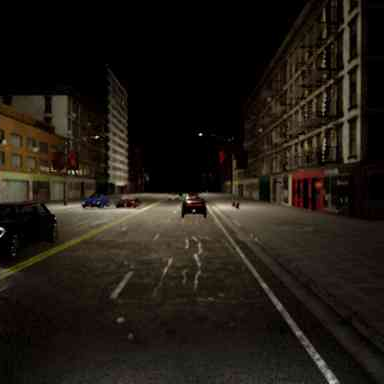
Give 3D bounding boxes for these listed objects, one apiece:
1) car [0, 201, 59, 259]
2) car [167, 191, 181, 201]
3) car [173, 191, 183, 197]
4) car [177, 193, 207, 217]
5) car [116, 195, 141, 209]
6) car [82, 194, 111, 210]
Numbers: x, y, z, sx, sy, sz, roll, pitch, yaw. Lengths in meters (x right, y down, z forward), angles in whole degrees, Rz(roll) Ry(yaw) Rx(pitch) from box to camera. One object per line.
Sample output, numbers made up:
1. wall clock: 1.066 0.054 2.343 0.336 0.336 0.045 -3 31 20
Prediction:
1. car: -6.472 1.170 11.650 2.097 1.767 4.553 0 1 0
2. car: -3.019 0.743 55.436 1.895 1.301 4.718 0 1 0
3. car: -3.078 0.430 72.759 1.994 1.385 4.181 0 1 0
4. car: 0.161 1.091 25.821 2.128 1.511 4.902 0 1 0
5. car: -6.509 1.029 34.480 1.994 1.385 4.181 0 1 0
6. car: -9.761 0.995 34.142 1.812 1.442 4.674 0 1 0
